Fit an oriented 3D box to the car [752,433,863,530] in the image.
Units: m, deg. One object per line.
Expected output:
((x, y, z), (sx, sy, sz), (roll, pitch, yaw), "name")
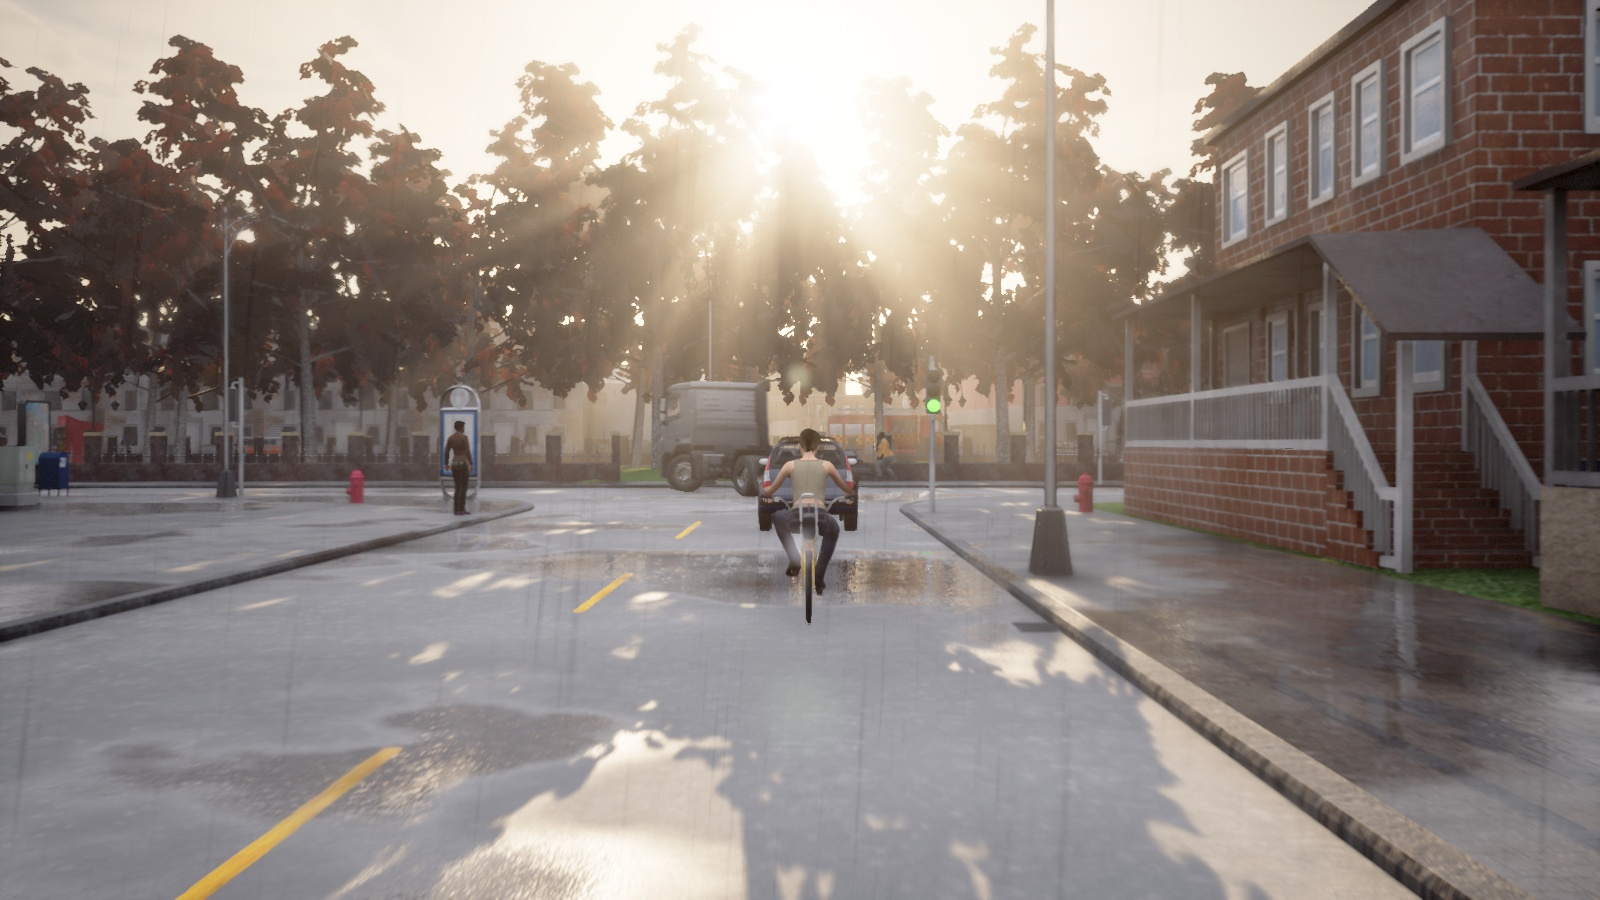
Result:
((0.143, 0.515, 22.953), (1.851, 1.617, 3.988), (0, 0, 0), "car")

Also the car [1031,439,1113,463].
((18.274, 0.063, 84.545), (5.027, 1.651, 2.152), (0, 0, 0), "car")

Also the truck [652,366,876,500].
((-1.287, -0.444, 36.652), (2.891, 3.462, 7.936), (0, 0, -32), "truck")

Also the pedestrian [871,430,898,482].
((3.004, 0.207, 44.676), (0.900, 1.855, 0.874), (0, 0, 1), "pedestrian")

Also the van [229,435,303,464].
((-37.741, -0.031, 88.778), (4.442, 1.987, 1.775), (0, 0, 0), "van")

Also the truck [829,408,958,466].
((6.238, -0.890, 84.597), (8.468, 3.827, 2.891), (0, 0, 0), "truck")

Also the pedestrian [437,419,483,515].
((-6.526, 0.315, 24.122), (0.328, 1.805, 0.869), (0, 0, 30), "pedestrian")

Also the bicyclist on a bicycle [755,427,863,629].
((0.076, 0.622, 10.820), (0.866, 1.612, 1.509), (0, 0, 0), "bicyclist on a bicycle")
